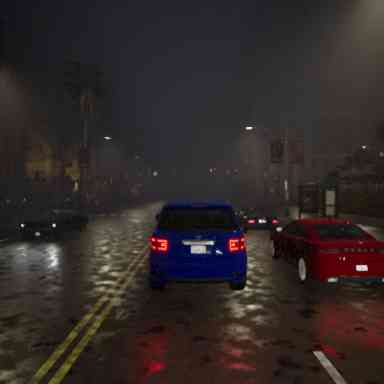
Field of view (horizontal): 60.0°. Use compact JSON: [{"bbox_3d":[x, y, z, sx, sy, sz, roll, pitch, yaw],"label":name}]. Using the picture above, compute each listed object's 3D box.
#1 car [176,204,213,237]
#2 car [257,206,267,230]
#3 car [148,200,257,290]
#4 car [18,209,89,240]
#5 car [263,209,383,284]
[{"bbox_3d":[0.141,1.499,19.043,1.837,1.490,4.892,0,0,0],"label":"car"},{"bbox_3d":[3.638,1.541,19.411,2.033,1.411,5.357,0,0,0],"label":"car"},{"bbox_3d":[0.119,1.219,9.182,2.150,2.045,5.566,0,0,0],"label":"car"},{"bbox_3d":[-6.975,1.595,17.263,1.895,1.301,4.718,0,0,0],"label":"car"},{"bbox_3d":[3.630,1.475,9.596,1.882,1.535,5.008,0,0,0],"label":"car"}]
